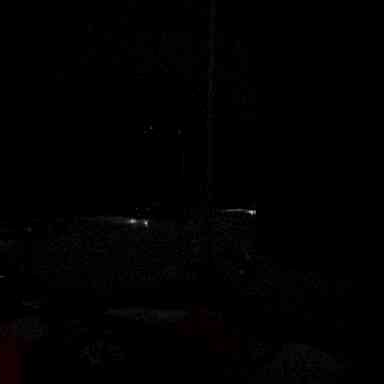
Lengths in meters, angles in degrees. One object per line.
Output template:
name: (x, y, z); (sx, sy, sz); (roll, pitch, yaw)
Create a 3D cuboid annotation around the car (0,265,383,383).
car: (-0.398, 1.582, 3.075); (4.206, 1.307, 1.802); (0, 1, 36)

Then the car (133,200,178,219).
car: (-3.372, 1.561, 31.325); (2.097, 1.767, 4.553); (2, 0, 35)

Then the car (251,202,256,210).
car: (10.796, 1.894, 51.064); (2.097, 1.767, 4.553); (2, 0, 36)

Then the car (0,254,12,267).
car: (-4.902, 1.549, 6.288); (4.403, 1.369, 2.008); (0, 1, 36)
